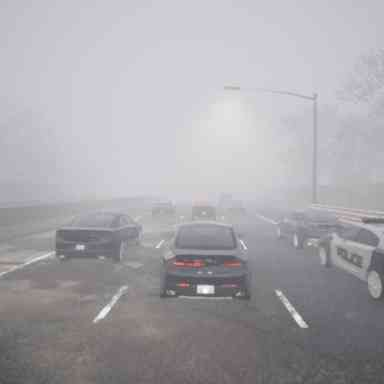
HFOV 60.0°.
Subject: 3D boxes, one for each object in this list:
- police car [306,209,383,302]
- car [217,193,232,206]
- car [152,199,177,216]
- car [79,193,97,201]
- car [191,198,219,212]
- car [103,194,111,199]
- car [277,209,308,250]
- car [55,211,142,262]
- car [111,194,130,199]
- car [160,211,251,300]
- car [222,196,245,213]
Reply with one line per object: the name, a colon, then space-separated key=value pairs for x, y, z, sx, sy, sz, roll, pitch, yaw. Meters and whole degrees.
police car: x=4.783 y=1.452 z=8.439 sx=1.930 sy=1.638 sz=5.238 roll=1 pitch=0 yaw=2
car: x=5.193 y=1.114 z=51.645 sx=2.150 sy=2.045 sz=5.566 roll=1 pitch=0 yaw=2
car: x=-2.435 y=1.360 z=30.251 sx=2.128 sy=1.511 sz=4.902 roll=1 pitch=0 yaw=2
car: x=-19.023 y=0.929 z=60.983 sx=2.097 sy=1.767 sz=4.553 roll=1 pitch=0 yaw=2
car: x=0.959 y=1.396 z=27.057 sx=1.882 sy=1.535 sz=5.008 roll=1 pitch=0 yaw=2
car: x=-15.460 y=1.110 z=62.916 sx=2.128 sy=1.511 sz=4.902 roll=1 pitch=0 yaw=2
car: x=4.981 y=1.515 z=14.326 sx=1.837 sy=1.490 sz=4.892 roll=1 pitch=0 yaw=2
car: x=-3.058 y=1.400 z=11.834 sx=1.882 sy=1.535 sz=5.008 roll=1 pitch=0 yaw=2
car: x=-12.114 y=1.157 z=58.771 sx=2.128 sy=1.511 sz=4.902 roll=1 pitch=0 yaw=3
car: x=0.327 y=1.479 z=8.340 sx=1.837 sy=1.490 sz=4.892 roll=1 pitch=0 yaw=2
car: x=4.717 y=1.481 z=36.444 sx=2.033 sy=1.411 sz=5.357 roll=1 pitch=0 yaw=2
